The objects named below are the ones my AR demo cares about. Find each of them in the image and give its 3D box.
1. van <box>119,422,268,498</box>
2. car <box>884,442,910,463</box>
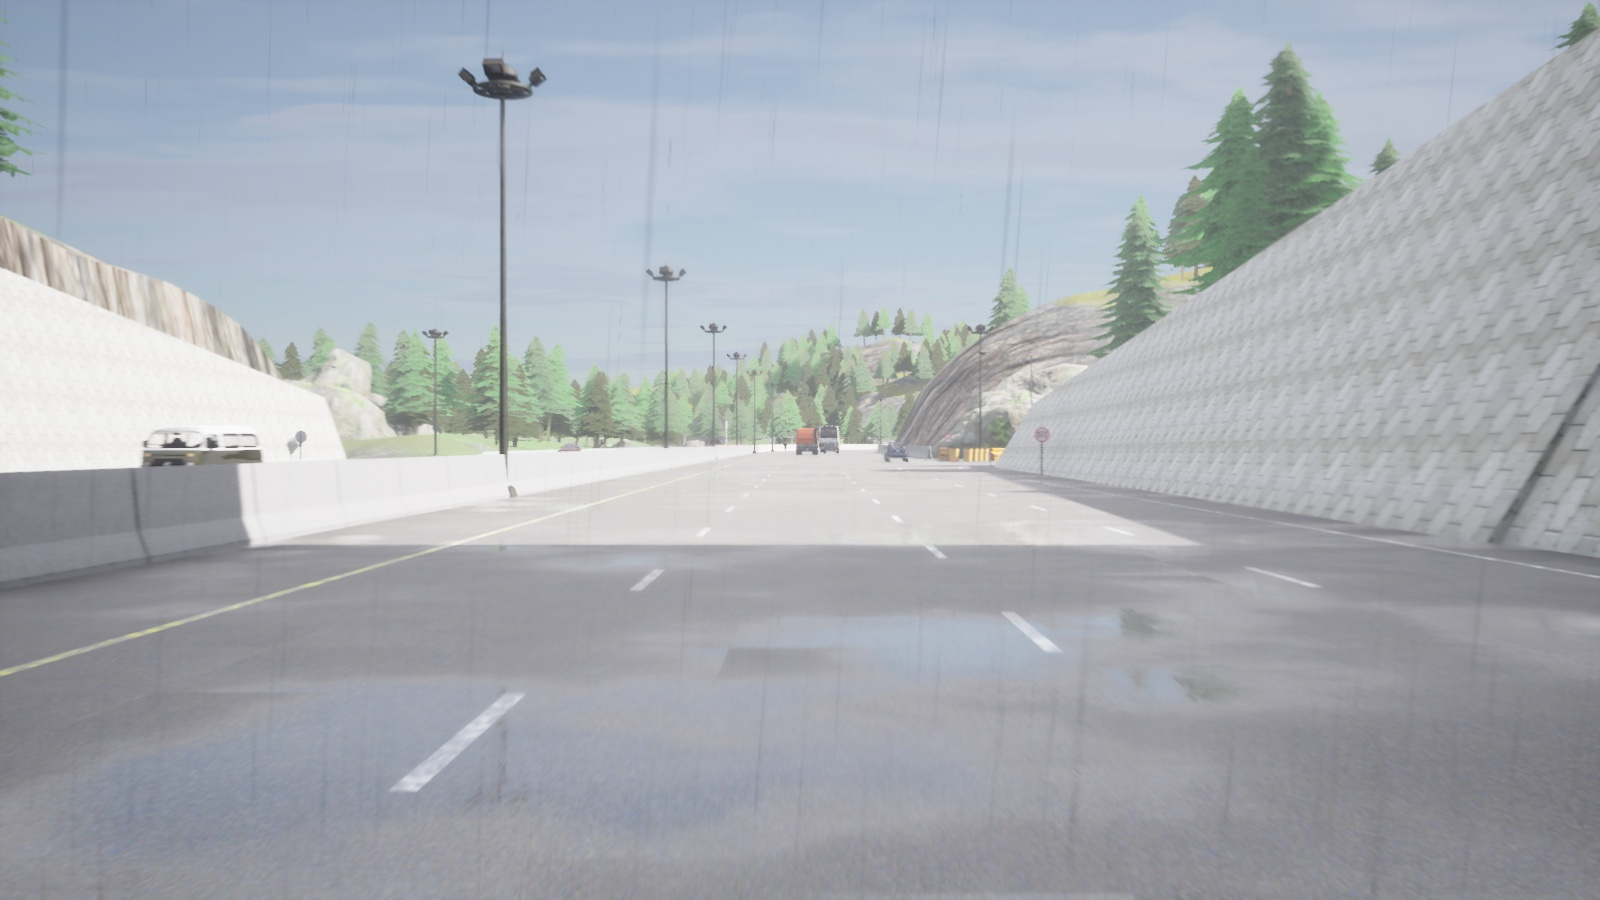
[{"bbox_3d":[-17.283,0.256,36.058,2.069,2.038,4.480,0,0,0],"label":"van"},{"bbox_3d":[7.569,0.183,98.631,1.789,1.549,3.705,0,1,0],"label":"car"}]
